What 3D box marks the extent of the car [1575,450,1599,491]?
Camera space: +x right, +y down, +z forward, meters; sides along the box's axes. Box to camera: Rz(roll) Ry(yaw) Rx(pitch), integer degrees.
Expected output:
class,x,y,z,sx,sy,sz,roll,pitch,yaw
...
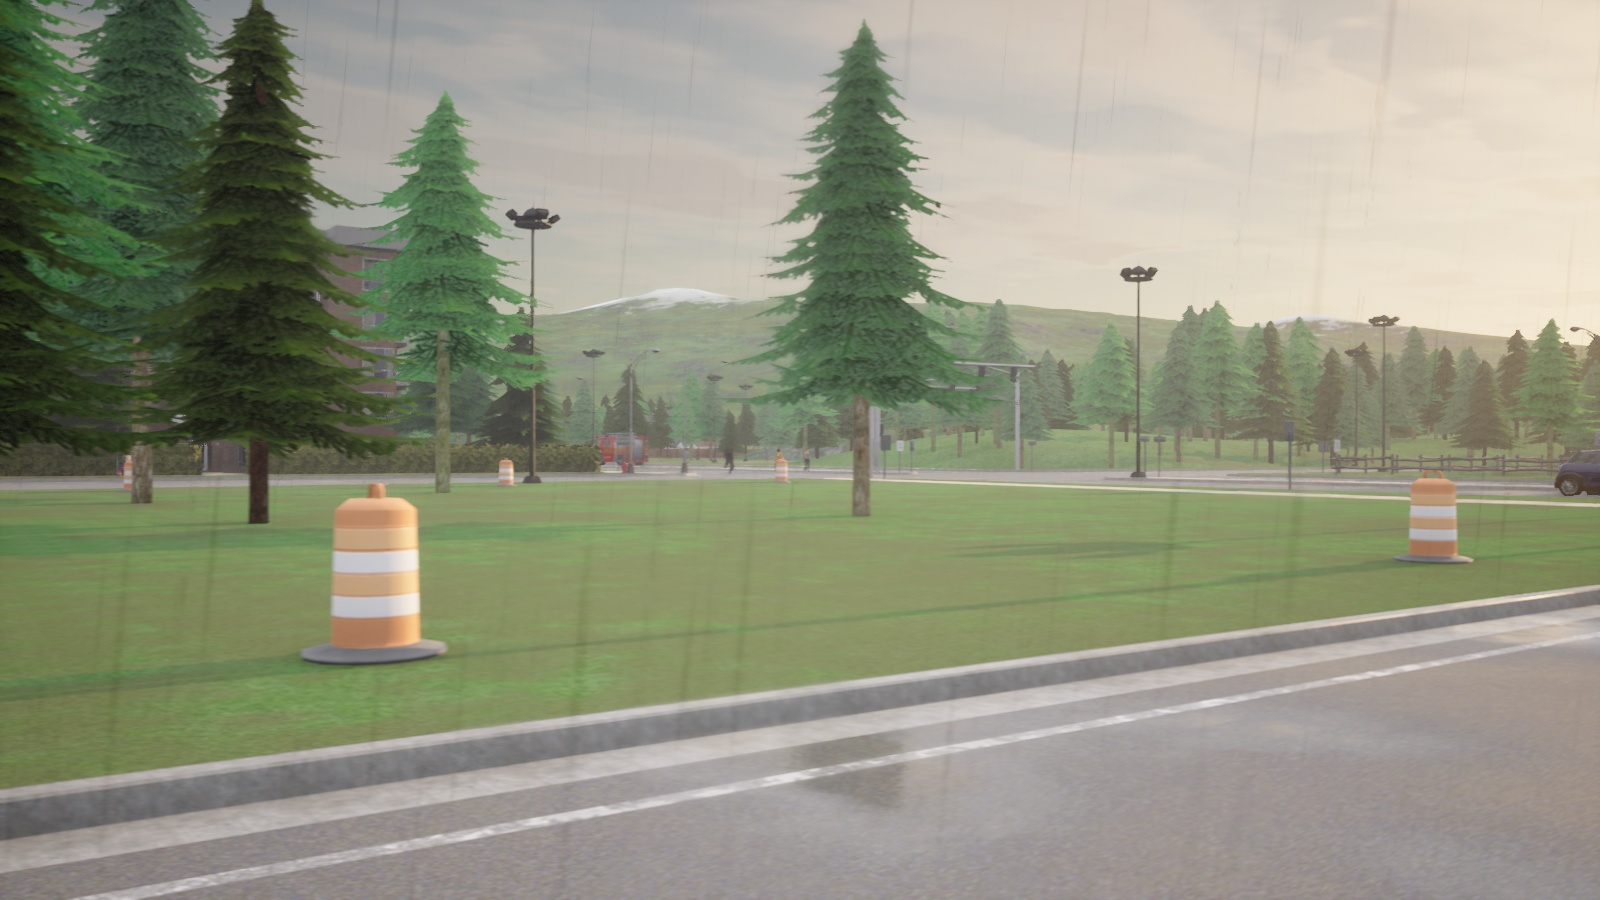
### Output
class,x,y,z,sx,sy,sz,roll,pitch,yaw
car,31.528,0.747,45.977,2.128,1.511,4.902,0,0,-34

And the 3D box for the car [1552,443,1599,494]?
class,x,y,z,sx,sy,sz,roll,pitch,yaw
car,28.971,0.649,43.515,2.097,1.767,4.553,0,0,-34
